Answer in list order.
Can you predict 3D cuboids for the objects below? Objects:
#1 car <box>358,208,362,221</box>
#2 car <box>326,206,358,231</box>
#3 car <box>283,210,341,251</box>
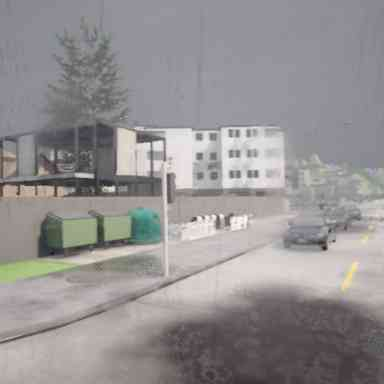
[{"bbox_3d":[15.351,2.052,32.395,1.994,1.385,4.181,-2,-2,30],"label":"car"},{"bbox_3d":[10.317,1.871,23.787,2.128,1.511,4.902,-2,-2,30],"label":"car"},{"bbox_3d":[5.737,1.804,15.880,1.812,1.442,4.674,-2,-2,30],"label":"car"}]
